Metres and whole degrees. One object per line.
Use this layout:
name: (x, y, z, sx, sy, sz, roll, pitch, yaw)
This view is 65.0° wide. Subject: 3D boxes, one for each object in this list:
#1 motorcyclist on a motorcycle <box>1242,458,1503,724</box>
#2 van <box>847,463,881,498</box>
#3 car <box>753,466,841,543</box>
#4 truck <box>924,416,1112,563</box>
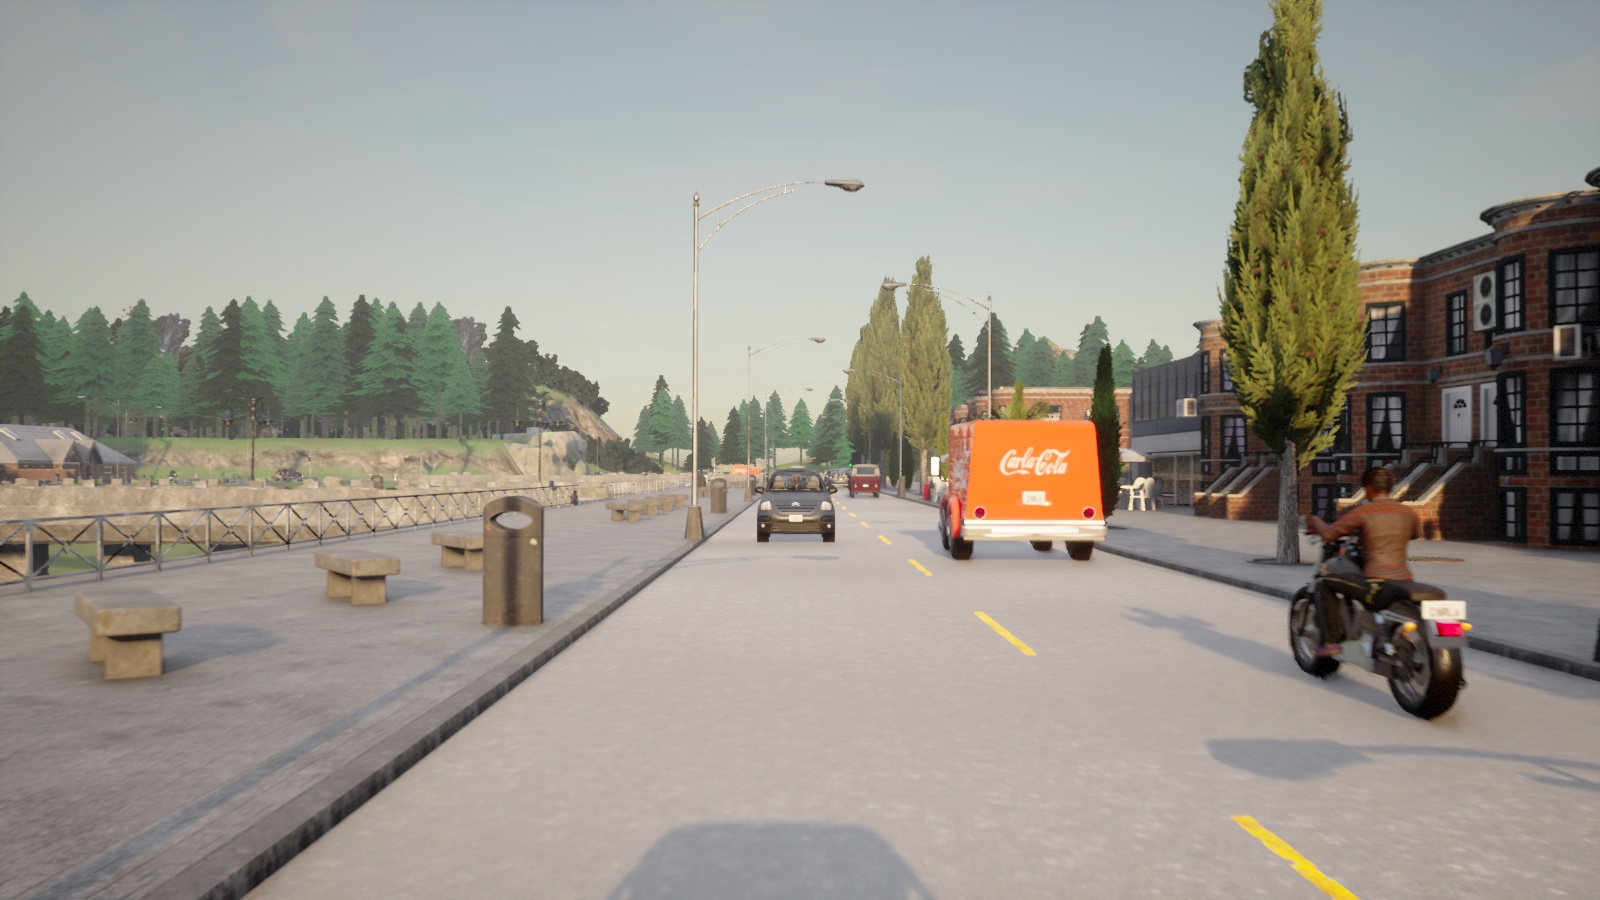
motorcyclist on a motorcycle: (3.975, 0.900, 8.987, 0.766, 1.649, 2.350, 0, -1, 0)
van: (3.804, 1.804, 74.821, 1.775, 1.987, 4.442, 0, -1, 0)
car: (-0.075, 1.192, 28.593, 1.851, 1.617, 3.988, 0, -1, 0)
truck: (3.935, 0.710, 23.775, 2.627, 2.467, 5.204, 0, -1, 0)
